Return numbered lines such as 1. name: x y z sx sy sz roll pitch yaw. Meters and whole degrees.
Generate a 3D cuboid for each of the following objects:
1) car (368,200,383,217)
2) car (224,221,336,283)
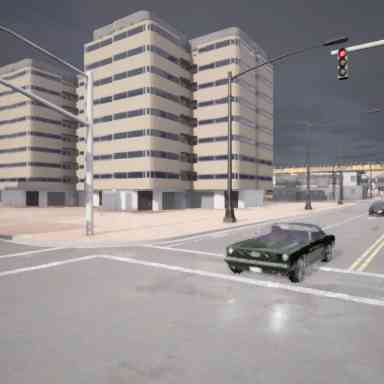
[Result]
1. car: 17.714 1.534 30.990 1.837 1.490 4.892 0 0 35
2. car: 2.828 1.603 9.965 1.895 1.301 4.718 0 0 35
